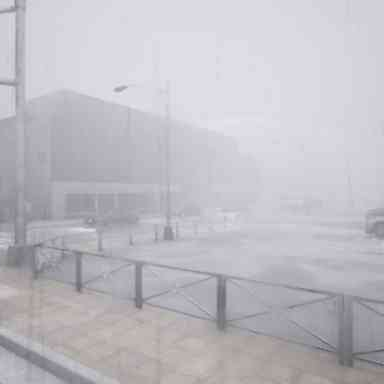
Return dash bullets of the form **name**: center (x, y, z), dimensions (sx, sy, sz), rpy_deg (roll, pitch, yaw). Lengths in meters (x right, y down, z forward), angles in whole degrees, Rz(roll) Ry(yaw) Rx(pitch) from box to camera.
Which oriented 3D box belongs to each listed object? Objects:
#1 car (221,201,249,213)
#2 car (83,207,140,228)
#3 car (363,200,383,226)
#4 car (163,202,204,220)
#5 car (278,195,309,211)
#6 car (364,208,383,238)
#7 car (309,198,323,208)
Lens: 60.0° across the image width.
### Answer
- **car**: center (5.121, 1.772, 39.532), dimensions (1.994, 1.385, 4.181), rpy_deg (0, 0, 36)
- **car**: center (-5.769, 1.771, 24.218), dimensions (1.994, 1.385, 4.181), rpy_deg (0, 0, 35)
- **car**: center (13.766, 1.347, 21.052), dimensions (5.027, 1.636, 2.152), rpy_deg (0, 0, 35)
- **car**: center (-0.677, 1.713, 31.392), dimensions (1.837, 1.490, 4.892), rpy_deg (0, 0, 35)
- **car**: center (13.540, 1.423, 45.020), dimensions (2.150, 2.045, 5.566), rpy_deg (0, 0, 35)
- **car**: center (10.318, 1.425, 15.630), dimensions (3.806, 1.475, 1.970), rpy_deg (0, 0, 35)
- **car**: center (19.690, 1.693, 53.709), dimensions (2.128, 1.511, 4.902), rpy_deg (0, 0, 35)
